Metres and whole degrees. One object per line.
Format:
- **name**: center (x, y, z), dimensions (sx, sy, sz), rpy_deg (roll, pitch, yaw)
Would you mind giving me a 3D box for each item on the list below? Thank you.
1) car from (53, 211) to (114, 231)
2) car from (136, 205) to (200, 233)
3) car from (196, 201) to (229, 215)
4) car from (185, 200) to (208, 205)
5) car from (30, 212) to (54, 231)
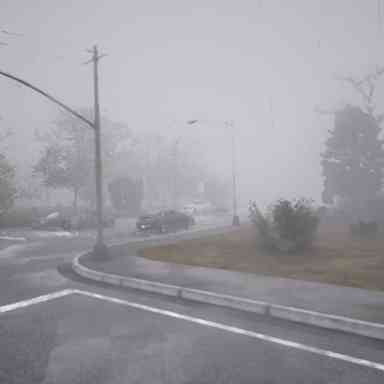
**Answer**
- **car**: center (-8.118, 2.238, 25.922), dimensions (1.994, 1.385, 4.181), rpy_deg (-3, -2, 34)
- **car**: center (-1.716, 1.909, 22.727), dimensions (1.837, 1.490, 4.892), rpy_deg (-2, -1, 34)
- **car**: center (3.079, 2.235, 43.404), dimensions (2.128, 1.511, 4.902), rpy_deg (-3, -2, 32)
- **car**: center (0.537, 2.109, 45.952), dimensions (2.150, 2.045, 5.566), rpy_deg (-3, -2, 32)
- **car**: center (-11.055, 2.341, 27.800), dimensions (1.812, 1.442, 4.674), rpy_deg (-3, -1, 34)
